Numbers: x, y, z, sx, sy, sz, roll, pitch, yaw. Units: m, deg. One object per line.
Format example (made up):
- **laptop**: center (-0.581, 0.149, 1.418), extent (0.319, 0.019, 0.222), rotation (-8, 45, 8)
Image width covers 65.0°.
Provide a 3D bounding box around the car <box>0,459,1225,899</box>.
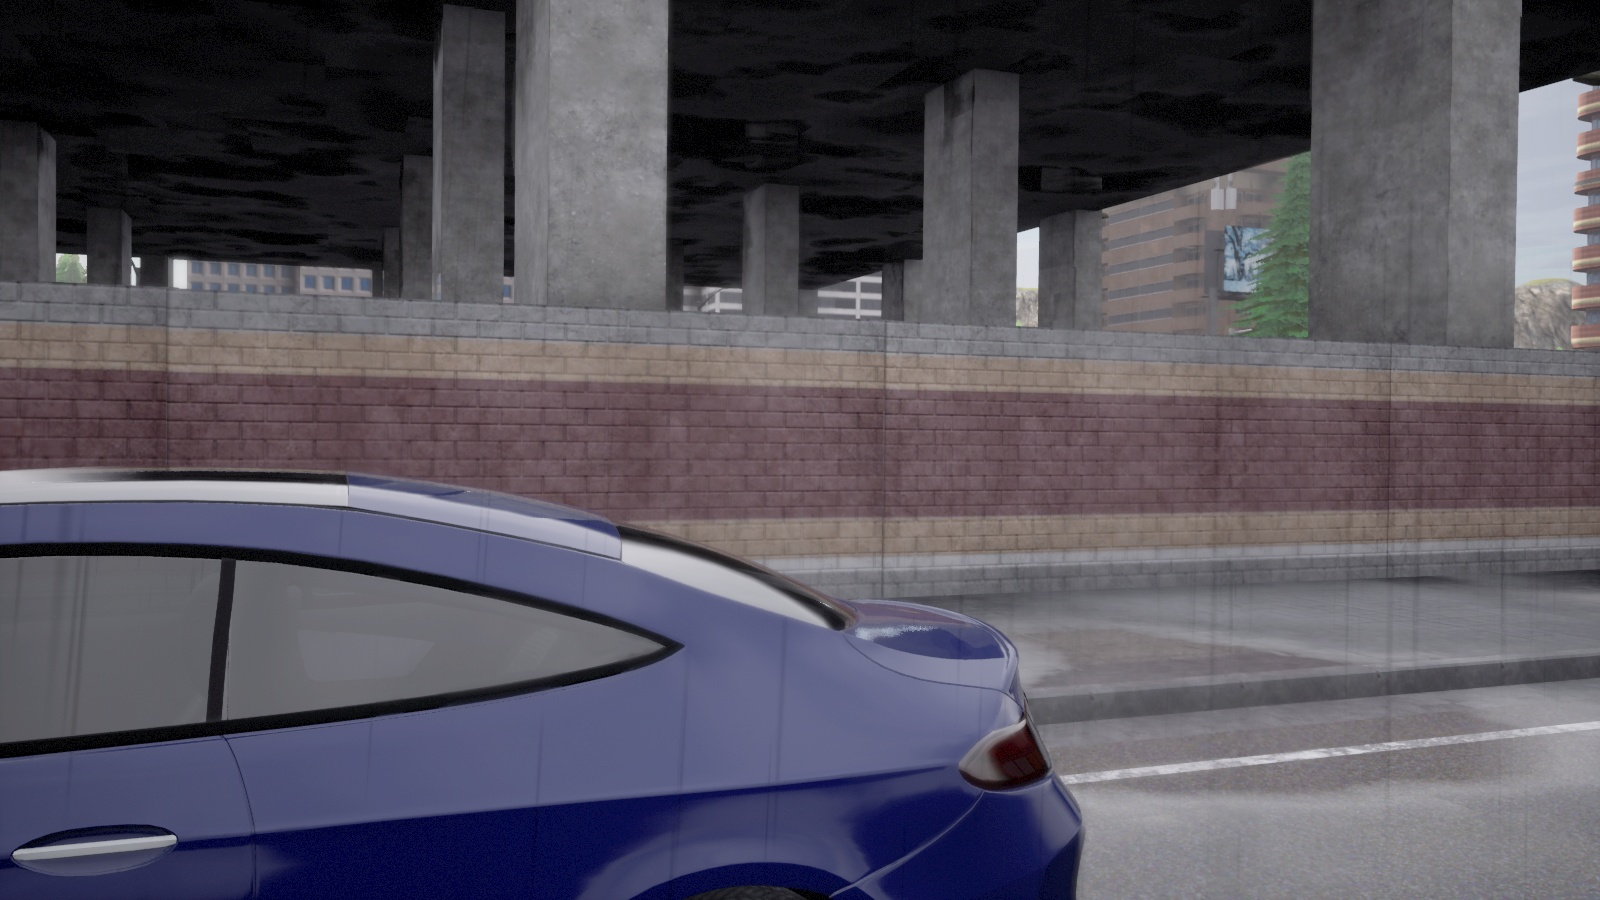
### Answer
- **car**: center (-1.621, 0.799, 2.622), extent (4.674, 1.442, 1.812), rotation (-1, 1, -21)
